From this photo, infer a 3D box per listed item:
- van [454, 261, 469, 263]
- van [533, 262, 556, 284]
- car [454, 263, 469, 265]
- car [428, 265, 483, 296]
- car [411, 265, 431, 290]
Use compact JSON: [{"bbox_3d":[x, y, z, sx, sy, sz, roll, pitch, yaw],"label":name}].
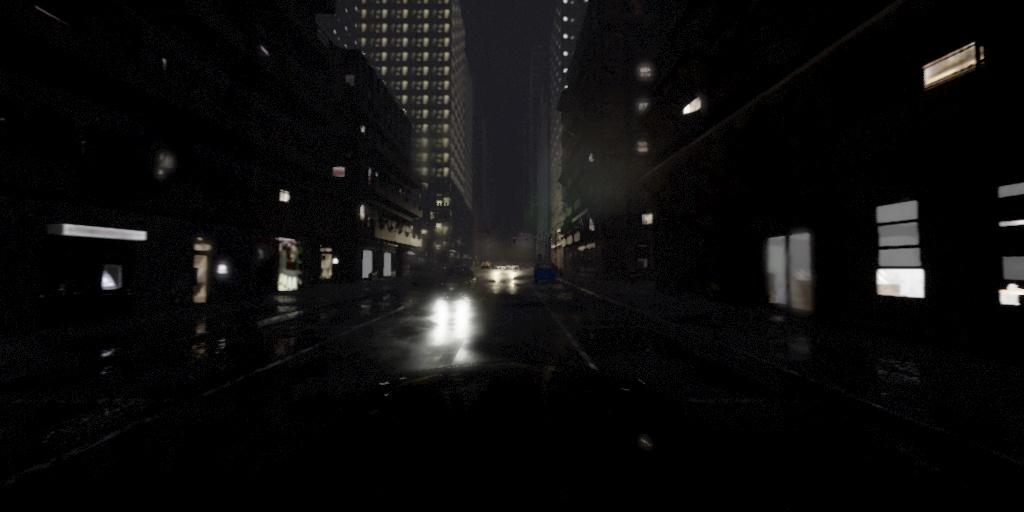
[{"bbox_3d":[-5.844,1.513,41.265,1.690,1.789,3.998,0,0,0],"label":"van"},{"bbox_3d":[2.679,1.397,30.240,1.690,1.789,3.998,0,0,0],"label":"van"},{"bbox_3d":[-5.672,1.679,35.724,1.948,1.339,4.313,0,0,0],"label":"car"},{"bbox_3d":[-3.108,1.447,20.910,2.128,1.511,4.902,0,-1,0],"label":"car"},{"bbox_3d":[-5.667,1.546,24.644,2.007,1.370,4.403,0,0,0],"label":"car"}]
